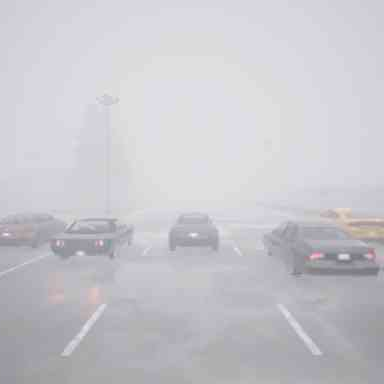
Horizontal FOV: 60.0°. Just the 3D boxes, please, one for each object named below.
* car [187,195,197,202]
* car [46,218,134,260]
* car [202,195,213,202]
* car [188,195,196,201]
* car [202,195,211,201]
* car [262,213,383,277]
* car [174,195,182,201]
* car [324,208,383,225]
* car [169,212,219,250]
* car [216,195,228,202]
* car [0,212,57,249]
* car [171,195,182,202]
[{"bbox_3d":[-0.001,1.513,73.259,1.837,1.490,4.892,0,0,0],"label":"car"},{"bbox_3d":[-3.429,1.608,12.498,1.895,1.301,4.718,0,0,0],"label":"car"},{"bbox_3d":[3.499,1.491,73.259,1.882,1.535,5.008,0,0,0],"label":"car"},{"bbox_3d":[-0.001,1.461,82.850,2.128,1.511,4.902,0,0,0],"label":"car"},{"bbox_3d":[3.499,1.476,82.850,2.033,1.411,5.357,0,0,0],"label":"car"},{"bbox_3d":[3.556,1.554,10.243,2.033,1.411,5.357,0,0,1],"label":"car"},{"bbox_3d":[-3.501,1.461,83.683,1.837,1.490,4.892,0,0,0],"label":"car"},{"bbox_3d":[7.083,1.487,15.488,1.882,1.535,5.008,0,0,0],"label":"car"},{"bbox_3d":[0.078,1.572,14.433,1.994,1.385,4.181,0,0,0],"label":"car"},{"bbox_3d":[6.999,1.546,74.509,1.812,1.442,4.674,0,0,0],"label":"car"},{"bbox_3d":[-6.978,1.572,14.529,1.994,1.385,4.181,0,0,-1],"label":"car"},{"bbox_3d":[-3.501,1.627,73.705,1.895,1.301,4.718,0,0,0],"label":"car"}]
